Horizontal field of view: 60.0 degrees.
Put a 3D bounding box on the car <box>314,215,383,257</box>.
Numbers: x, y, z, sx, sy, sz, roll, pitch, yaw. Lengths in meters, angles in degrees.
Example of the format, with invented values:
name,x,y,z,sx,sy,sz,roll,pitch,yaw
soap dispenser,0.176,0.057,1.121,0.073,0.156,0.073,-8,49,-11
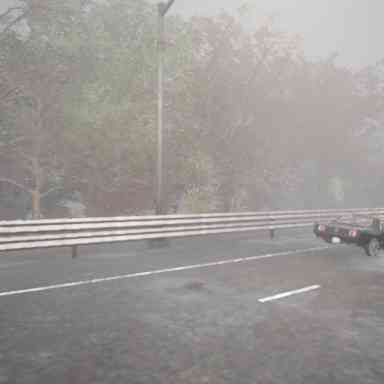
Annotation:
name,x,y,z,sx,sy,sz,roll,pitch,yaw
car,6.976,1.645,13.060,4.718,1.301,1.895,7,-1,-34
